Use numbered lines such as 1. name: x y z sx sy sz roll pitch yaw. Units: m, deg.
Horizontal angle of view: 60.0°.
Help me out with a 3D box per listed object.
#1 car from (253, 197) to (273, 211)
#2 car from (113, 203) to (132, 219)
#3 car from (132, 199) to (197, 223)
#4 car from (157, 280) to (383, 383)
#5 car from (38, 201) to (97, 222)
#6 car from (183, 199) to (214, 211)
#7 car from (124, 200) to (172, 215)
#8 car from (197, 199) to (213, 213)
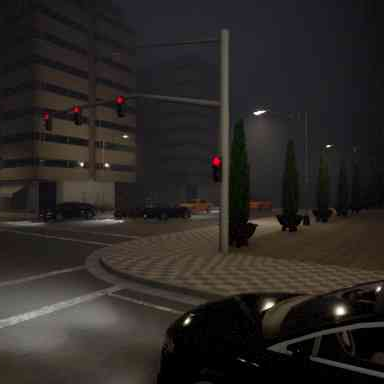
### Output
1. car: 8.315 1.407 41.176 2.097 1.767 4.553 0 0 35
2. car: -4.797 1.619 29.032 1.994 1.385 4.181 0 0 35
3. car: -2.043 1.547 26.581 2.128 1.511 4.902 0 0 36
4. car: 1.890 1.492 2.626 4.902 1.511 2.128 0 0 36
5. car: -10.172 1.560 27.488 1.837 1.490 4.892 0 0 35
6. car: 0.899 1.619 43.135 1.994 1.385 4.181 0 0 36
7. car: -4.552 1.603 35.445 2.033 1.411 5.357 0 0 35
8. car: 0.353 1.533 36.320 1.882 1.535 5.008 0 0 35
